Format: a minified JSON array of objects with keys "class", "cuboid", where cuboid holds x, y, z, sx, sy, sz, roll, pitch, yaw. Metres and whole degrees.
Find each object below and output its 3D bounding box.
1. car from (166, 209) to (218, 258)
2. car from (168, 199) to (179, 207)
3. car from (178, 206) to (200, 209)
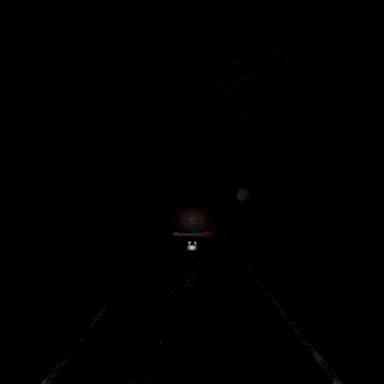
[{"class":"car","cuboid":[0.021,1.665,13.517,2.128,1.511,4.902,0,-1,0]},{"class":"car","cuboid":[-3.524,2.128,64.550,2.128,1.511,4.902,0,0,1]},{"class":"car","cuboid":[0.017,1.956,28.249,1.895,1.301,4.718,0,-1,0]}]
